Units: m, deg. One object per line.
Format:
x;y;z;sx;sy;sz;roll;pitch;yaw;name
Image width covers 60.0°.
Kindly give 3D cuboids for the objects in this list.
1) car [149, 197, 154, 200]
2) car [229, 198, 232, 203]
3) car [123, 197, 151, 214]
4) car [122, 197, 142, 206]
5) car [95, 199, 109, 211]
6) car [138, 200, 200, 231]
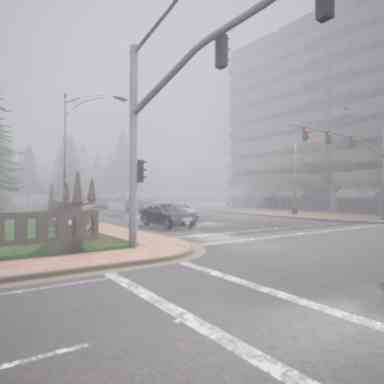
-7.902;1.606;58.263;1.882;1.535;5.008;0;-1;11;car
11.011;1.838;80.881;4.674;1.442;1.812;0;0;-35;car
-6.373;1.541;37.012;2.128;1.511;4.902;0;0;-18;car
-10.942;1.670;61.034;1.837;1.490;4.892;0;0;14;car
-11.317;1.591;41.468;2.033;1.411;5.357;0;0;-12;car
-1.596;1.507;21.149;2.128;1.511;4.902;0;0;-34;car
